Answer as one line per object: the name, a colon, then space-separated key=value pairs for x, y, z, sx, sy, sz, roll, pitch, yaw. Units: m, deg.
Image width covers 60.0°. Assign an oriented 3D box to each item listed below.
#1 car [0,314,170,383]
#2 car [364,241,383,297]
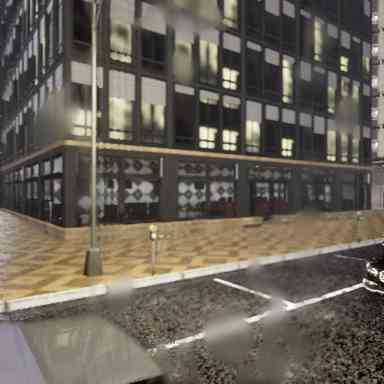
car: x=-2.581 y=1.548 z=1.540 sx=5.357 sy=1.411 sz=2.033 roll=0 pitch=0 yaw=-35
car: x=5.775 y=1.504 z=7.490 sx=4.892 sy=1.490 sz=1.837 roll=0 pitch=0 yaw=-36
